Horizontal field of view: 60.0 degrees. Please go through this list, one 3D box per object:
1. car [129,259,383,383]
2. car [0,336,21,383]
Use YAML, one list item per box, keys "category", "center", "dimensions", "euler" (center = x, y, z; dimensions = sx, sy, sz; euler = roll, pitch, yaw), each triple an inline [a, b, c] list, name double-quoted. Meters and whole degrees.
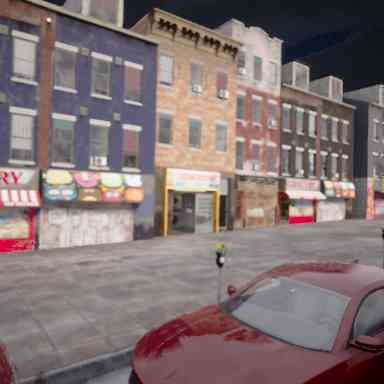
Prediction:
- category: "car"
  center: [1.480, 1.549, 3.841]
  dimensions: [4.507, 1.381, 1.887]
  euler: [0, 2, -35]
- category: "car"
  center: [-3.022, 1.313, 0.621]
  dimensions: [5.009, 1.841, 2.192]
  euler: [0, 2, -35]
